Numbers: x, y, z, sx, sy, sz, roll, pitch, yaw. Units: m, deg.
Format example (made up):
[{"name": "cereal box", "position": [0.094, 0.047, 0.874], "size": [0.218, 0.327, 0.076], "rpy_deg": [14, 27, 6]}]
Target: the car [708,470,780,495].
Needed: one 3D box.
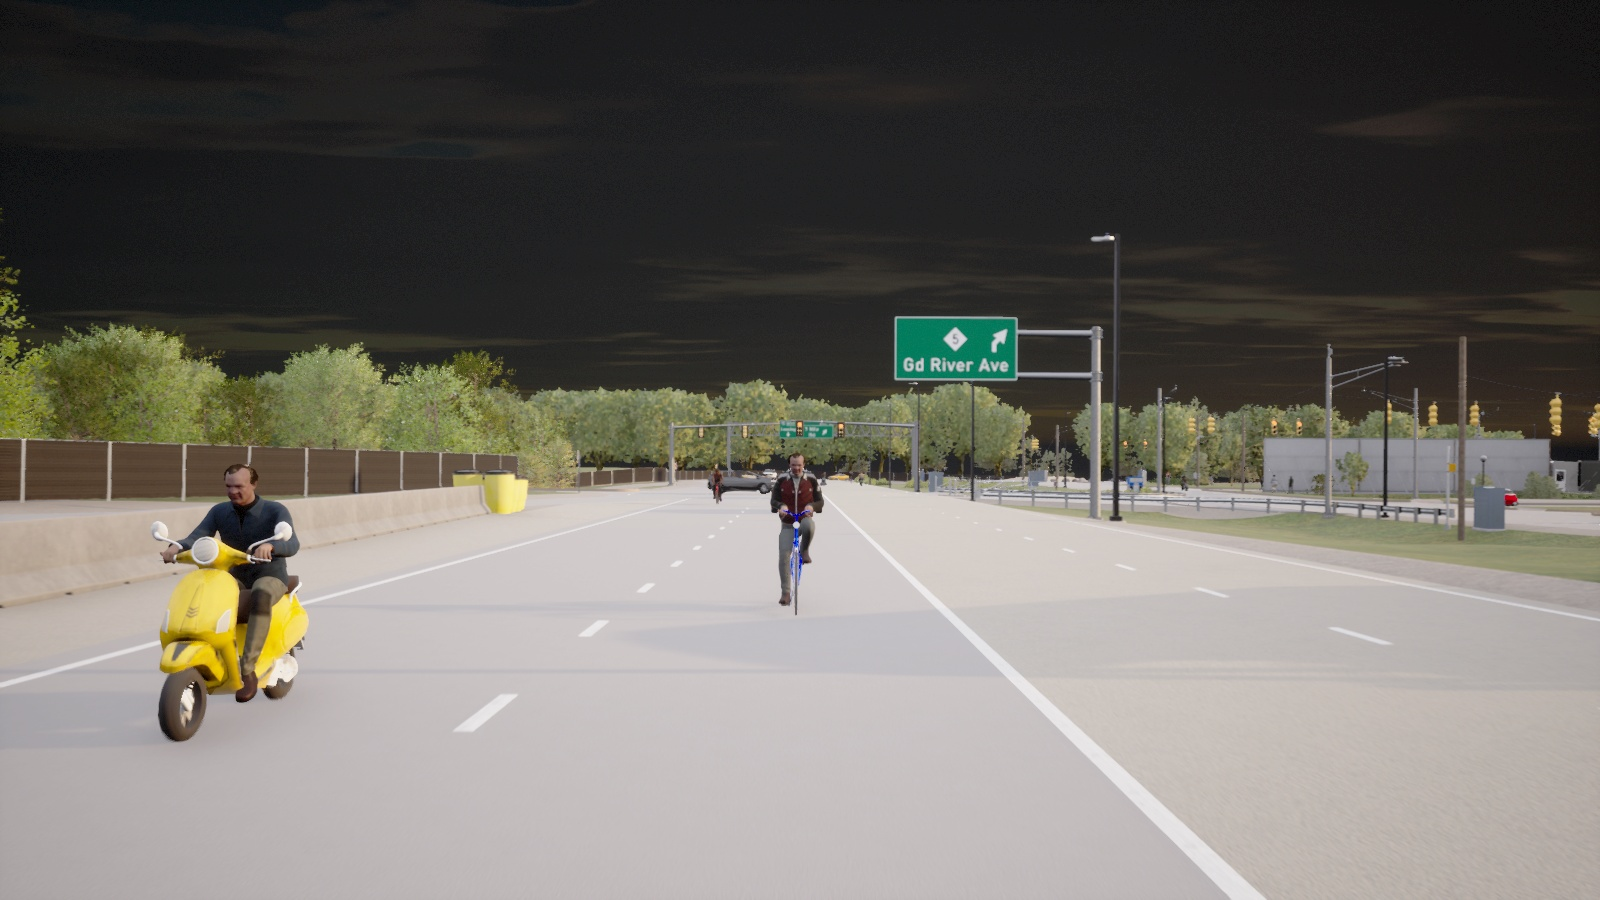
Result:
[{"name": "car", "position": [-3.505, 2.026, 79.302], "size": [4.514, 1.525, 2.007], "rpy_deg": [0, -1, 0]}]

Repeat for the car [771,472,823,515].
[{"name": "car", "position": [-0.108, 1.556, 46.507], "size": [1.837, 1.490, 4.892], "rpy_deg": [0, -1, 0]}]

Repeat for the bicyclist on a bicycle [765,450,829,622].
[{"name": "bicyclist on a bicycle", "position": [-0.033, 0.912, 13.960], "size": [0.659, 1.776, 1.843], "rpy_deg": [0, -1, 0]}]

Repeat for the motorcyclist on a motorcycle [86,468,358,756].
[{"name": "motorcyclist on a motorcycle", "position": [-3.518, 0.910, 7.860], "size": [0.866, 1.590, 1.817], "rpy_deg": [0, -1, 0]}]
